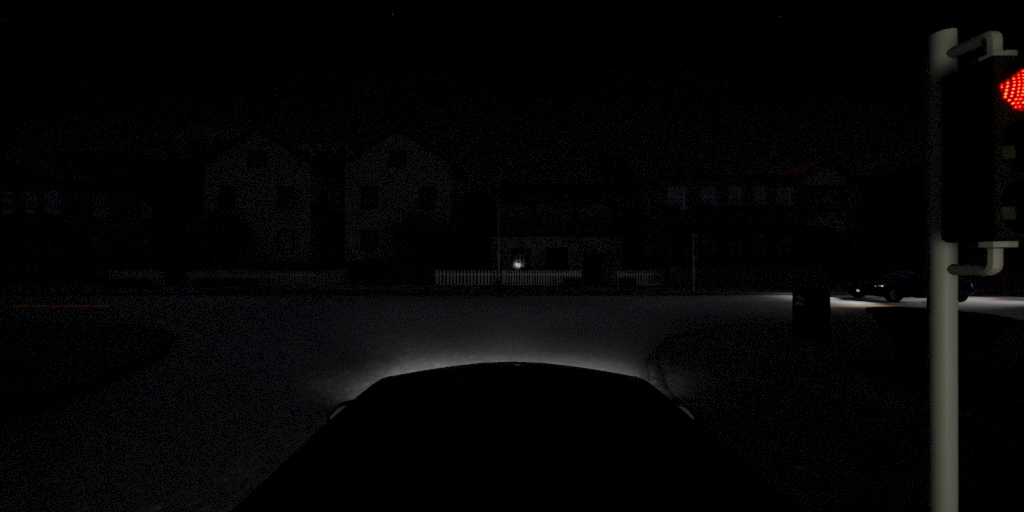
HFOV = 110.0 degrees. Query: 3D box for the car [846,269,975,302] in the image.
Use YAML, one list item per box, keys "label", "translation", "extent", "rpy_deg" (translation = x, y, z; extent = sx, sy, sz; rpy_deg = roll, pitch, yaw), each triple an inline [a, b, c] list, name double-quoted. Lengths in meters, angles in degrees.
- label: "car"
  translation: [18.180, 1.298, 16.434]
  extent: [4.674, 1.442, 1.812]
  rpy_deg: [0, 0, 0]
